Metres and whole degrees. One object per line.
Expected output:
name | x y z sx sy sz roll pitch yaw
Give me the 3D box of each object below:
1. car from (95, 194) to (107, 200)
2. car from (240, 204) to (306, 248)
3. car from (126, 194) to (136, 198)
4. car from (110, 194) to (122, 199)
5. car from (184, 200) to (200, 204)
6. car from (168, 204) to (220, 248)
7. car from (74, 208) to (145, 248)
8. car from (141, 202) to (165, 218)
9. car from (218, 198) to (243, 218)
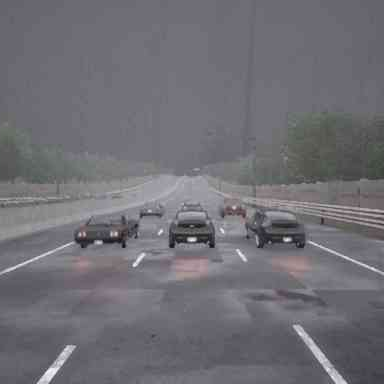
car | -20.999 1.137 76.744 1.837 1.490 4.892 0 1 0
car | 3.500 1.506 14.659 1.837 1.490 4.892 0 0 0
car | -13.999 1.163 76.745 2.128 1.511 4.902 0 1 0
car | -17.499 1.233 76.716 1.895 1.301 4.718 0 1 0
car | 0.001 1.470 29.666 2.128 1.511 4.902 0 0 0
car | 0.000 1.506 14.659 1.837 1.490 4.892 0 0 0
car | -3.500 1.606 14.689 1.895 1.301 4.718 0 0 0
car | -3.499 1.547 29.667 1.994 1.385 4.181 0 0 0
car | 3.501 1.341 29.636 2.097 1.767 4.553 0 0 0
